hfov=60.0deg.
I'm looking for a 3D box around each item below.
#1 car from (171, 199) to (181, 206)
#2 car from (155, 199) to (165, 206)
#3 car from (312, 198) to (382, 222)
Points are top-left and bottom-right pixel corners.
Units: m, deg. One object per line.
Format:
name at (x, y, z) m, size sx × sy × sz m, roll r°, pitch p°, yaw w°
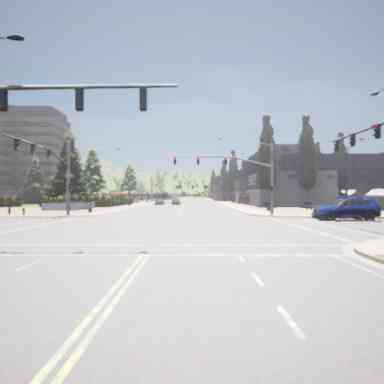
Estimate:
car at (-3.501, 2.155, 72.296) m, size 1.882 × 1.535 × 5.008 m, roll 0°, pitch -1°, yaw 0°
car at (-7.001, 2.202, 72.296) m, size 1.812 × 1.442 × 4.674 m, roll 0°, pitch -1°, yaw 0°
car at (13.453, 1.561, 29.026) m, size 5.566 × 2.045 × 2.150 m, roll -2°, pitch 0°, yaw 1°
